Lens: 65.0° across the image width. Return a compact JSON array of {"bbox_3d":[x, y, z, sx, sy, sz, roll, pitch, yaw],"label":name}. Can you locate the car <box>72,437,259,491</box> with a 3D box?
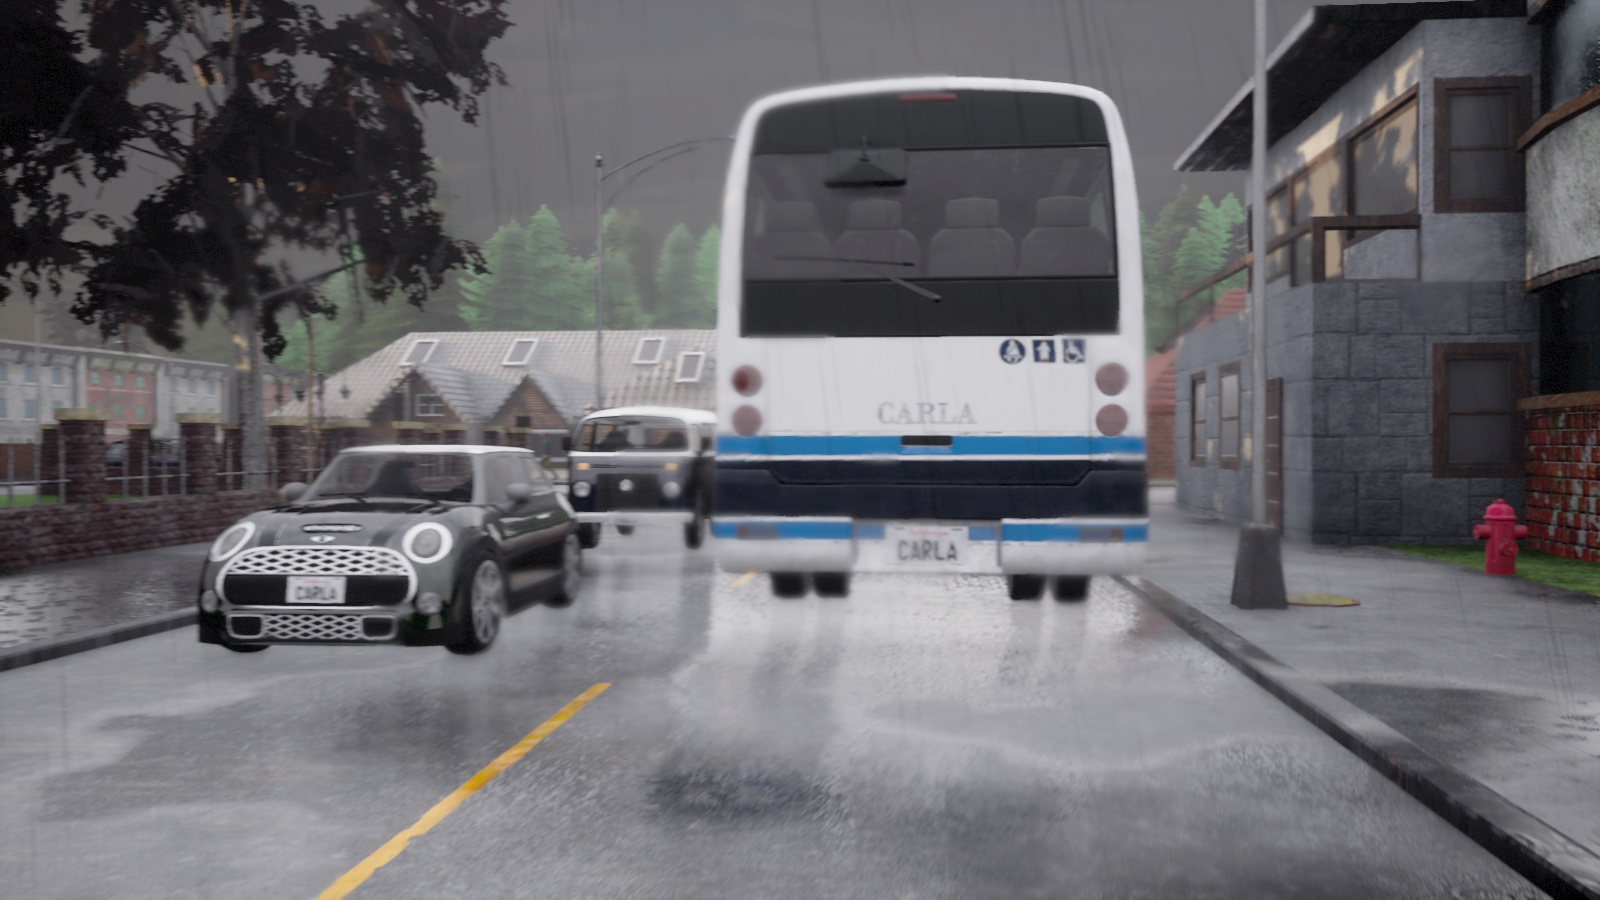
[{"bbox_3d":[-19.775,0.415,39.283,4.856,1.649,2.033,0,0,4],"label":"car"}]

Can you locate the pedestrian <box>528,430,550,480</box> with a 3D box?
[{"bbox_3d":[-9.643,0.168,46.406,0.726,1.842,0.402,0,0,5],"label":"pedestrian"}]

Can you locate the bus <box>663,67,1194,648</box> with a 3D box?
[{"bbox_3d":[1.445,-0.710,14.508,3.944,4.253,10.273,0,0,6],"label":"bus"}]

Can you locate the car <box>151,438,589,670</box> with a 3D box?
[{"bbox_3d":[-3.087,0.649,9.949,1.970,1.475,3.806,0,0,4],"label":"car"}]

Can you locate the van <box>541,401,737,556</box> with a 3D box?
[{"bbox_3d":[-2.229,0.358,18.730,2.069,2.038,4.480,0,0,4],"label":"van"}]
